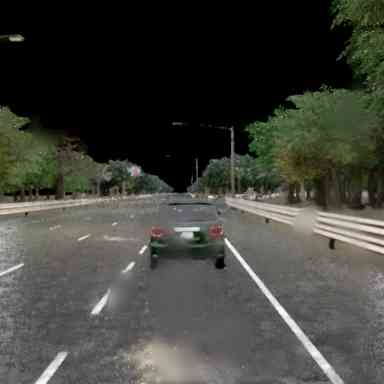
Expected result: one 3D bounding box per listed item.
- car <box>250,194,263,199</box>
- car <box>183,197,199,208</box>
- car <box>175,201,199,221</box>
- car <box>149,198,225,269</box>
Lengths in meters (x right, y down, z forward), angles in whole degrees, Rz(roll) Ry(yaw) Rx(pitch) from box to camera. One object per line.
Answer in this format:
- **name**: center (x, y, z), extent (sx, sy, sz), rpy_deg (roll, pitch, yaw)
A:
- **car**: center (18.207, 1.192, 93.369), extent (1.882, 1.535, 5.008), rpy_deg (-1, 0, 41)
- **car**: center (-0.082, 1.519, 47.729), extent (1.812, 1.442, 4.674), rpy_deg (-1, 0, 5)
- **car**: center (-0.390, 1.529, 27.909), extent (1.812, 1.442, 4.674), rpy_deg (-1, 0, -1)
- **car**: center (-0.161, 1.220, 11.363), extent (2.150, 2.045, 5.566), rpy_deg (-1, 0, -1)
